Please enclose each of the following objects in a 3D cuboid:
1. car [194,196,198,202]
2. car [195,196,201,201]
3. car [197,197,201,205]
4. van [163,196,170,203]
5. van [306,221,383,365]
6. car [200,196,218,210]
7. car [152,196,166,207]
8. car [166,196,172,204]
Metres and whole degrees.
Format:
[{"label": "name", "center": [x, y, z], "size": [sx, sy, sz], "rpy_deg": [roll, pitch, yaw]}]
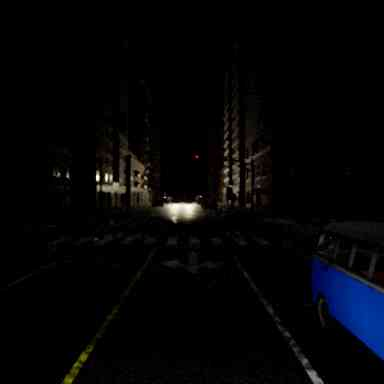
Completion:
[{"label": "car", "center": [2.059, 2.080, 76.465], "size": [1.887, 1.381, 4.507], "rpy_deg": [0, -1, -1]}, {"label": "car", "center": [2.176, 2.065, 70.812], "size": [1.802, 1.307, 4.206], "rpy_deg": [0, -1, -1]}, {"label": "car", "center": [2.409, 1.979, 59.509], "size": [1.802, 1.307, 4.206], "rpy_deg": [0, 0, -1]}, {"label": "van", "center": [-6.698, 1.984, 87.616], "size": [1.690, 1.788, 3.998], "rpy_deg": [0, -1, -1]}, {"label": "van", "center": [2.865, 1.368, 4.313], "size": [1.690, 1.788, 3.998], "rpy_deg": [0, 0, 0]}, {"label": "car", "center": [2.641, 1.758, 48.202], "size": [1.967, 1.590, 4.097], "rpy_deg": [0, 0, -1]}, {"label": "car", "center": [-6.115, 1.835, 59.343], "size": [1.967, 1.590, 4.097], "rpy_deg": [0, 0, -1]}, {"label": "car", "center": [-6.465, 1.848, 76.305], "size": [2.192, 1.841, 5.009], "rpy_deg": [0, -1, -1]}]
